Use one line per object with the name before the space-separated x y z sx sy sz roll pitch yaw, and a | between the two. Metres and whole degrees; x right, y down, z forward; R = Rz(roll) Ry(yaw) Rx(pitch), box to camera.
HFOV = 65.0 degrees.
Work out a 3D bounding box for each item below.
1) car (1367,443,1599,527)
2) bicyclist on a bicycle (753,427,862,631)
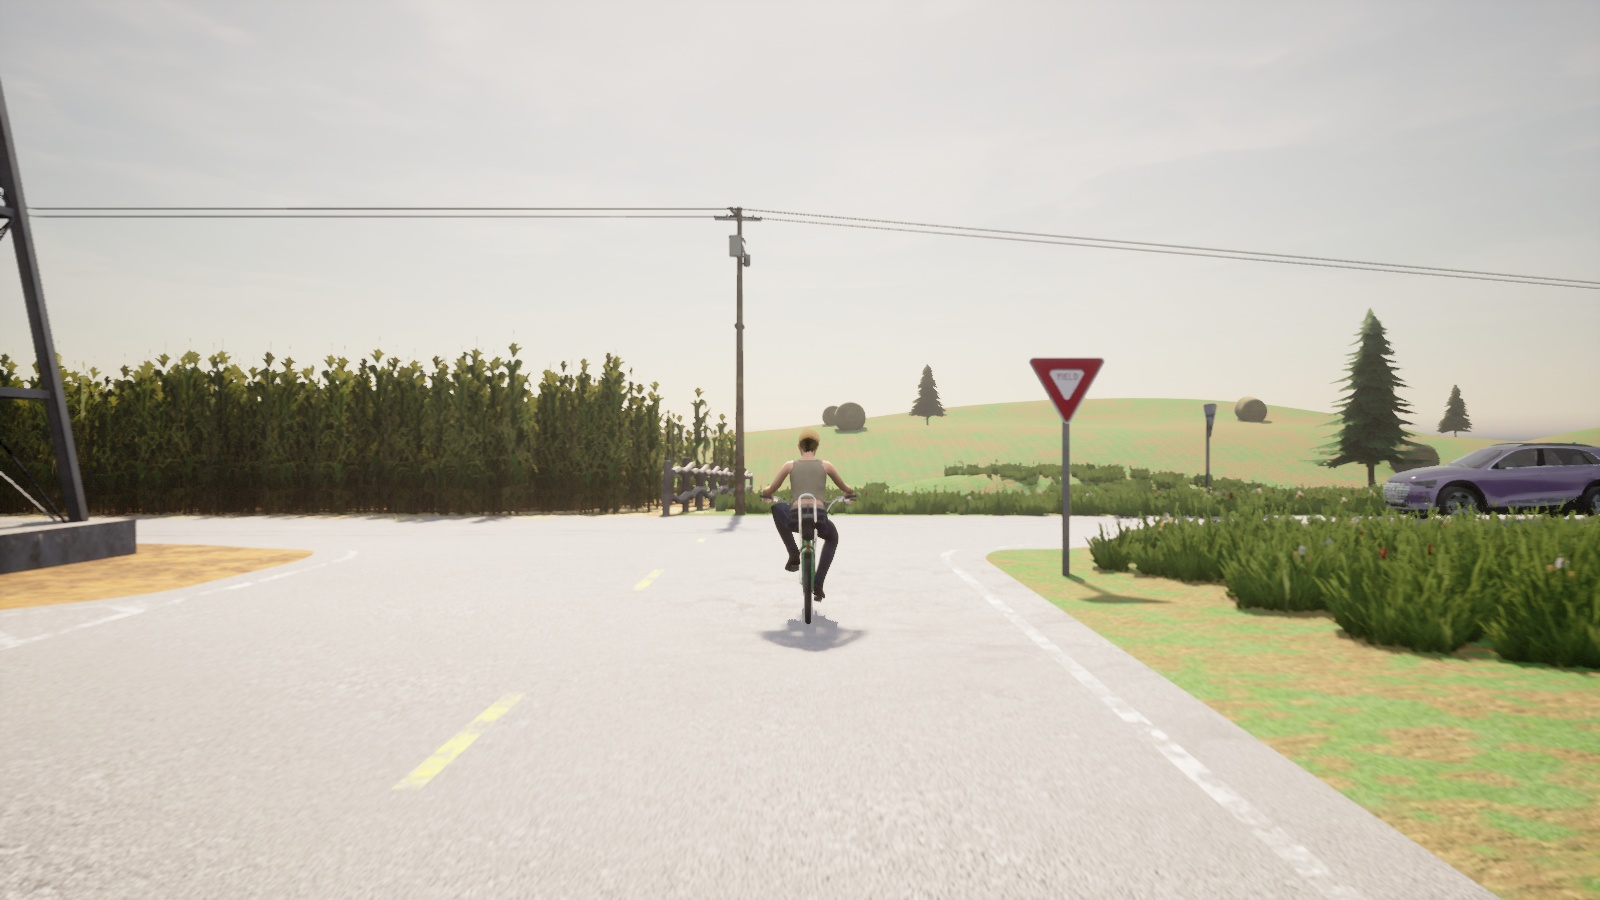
car | 14.556 0.682 25.842 4.856 1.649 2.033 0 0 0
bicyclist on a bicycle | 0.070 0.622 10.722 0.866 1.612 1.509 0 0 1
